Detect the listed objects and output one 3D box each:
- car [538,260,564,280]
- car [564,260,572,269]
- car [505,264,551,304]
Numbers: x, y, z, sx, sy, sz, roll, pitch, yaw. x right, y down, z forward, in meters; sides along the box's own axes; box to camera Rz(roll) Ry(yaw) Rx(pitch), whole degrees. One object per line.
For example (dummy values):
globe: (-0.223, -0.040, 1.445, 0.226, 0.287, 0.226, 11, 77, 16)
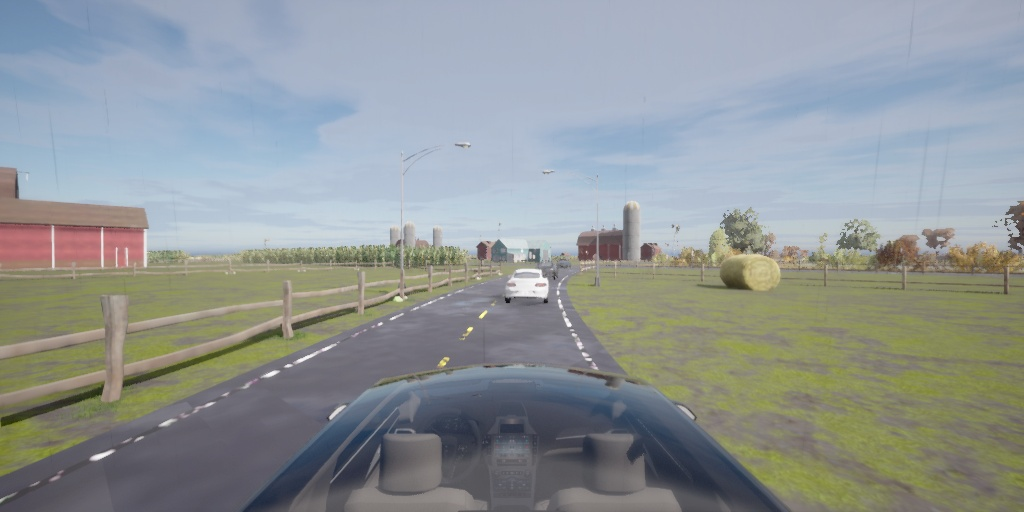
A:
car: (3.030, 1.250, 30.976, 2.128, 1.511, 4.902, 0, 0, 12)
car: (8.317, 1.379, 57.586, 1.994, 1.385, 4.181, 0, 0, 22)
car: (0.758, 1.282, 16.297, 1.812, 1.442, 4.674, 0, 0, 6)
